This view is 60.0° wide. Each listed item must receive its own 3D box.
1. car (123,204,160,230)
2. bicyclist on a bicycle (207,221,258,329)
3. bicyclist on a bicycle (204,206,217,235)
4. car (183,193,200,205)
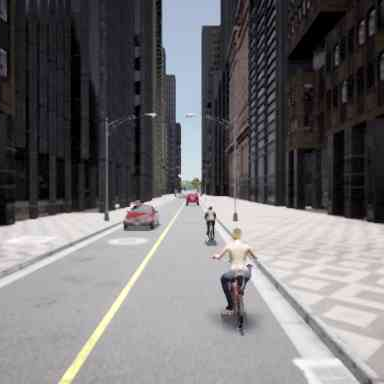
[{"bbox_3d":[-3.100,1.521,21.097,1.812,1.442,4.674,0,0,0],"label":"car"},{"bbox_3d":[0.793,1.436,5.981,0.866,1.612,1.509,0,0,0],"label":"bicyclist on a bicycle"},{"bbox_3d":[0.826,1.450,14.566,0.582,1.620,1.656,0,0,0],"label":"bicyclist on a bicycle"},{"bbox_3d":[0.095,1.196,56.370,2.150,2.045,5.566,0,0,0],"label":"car"}]
